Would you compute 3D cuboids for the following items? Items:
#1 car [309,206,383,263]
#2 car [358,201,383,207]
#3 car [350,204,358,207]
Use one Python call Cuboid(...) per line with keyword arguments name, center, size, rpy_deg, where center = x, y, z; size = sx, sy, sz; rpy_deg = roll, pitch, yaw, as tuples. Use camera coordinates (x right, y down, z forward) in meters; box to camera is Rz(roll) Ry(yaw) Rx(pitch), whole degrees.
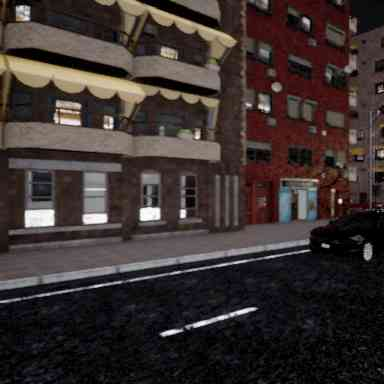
Cuboid(name="car", center=(6.352, 1.473, 12.201), size=(5.008, 1.535, 1.882), rpy_deg=(0, 0, -35))
Cuboid(name="car", center=(23.107, 1.837, 44.038), size=(1.802, 1.307, 4.206), rpy_deg=(-1, 0, -37))
Cuboid(name="car", center=(16.132, 1.580, 38.919), size=(2.192, 1.841, 5.009), rpy_deg=(-1, 0, -37))
